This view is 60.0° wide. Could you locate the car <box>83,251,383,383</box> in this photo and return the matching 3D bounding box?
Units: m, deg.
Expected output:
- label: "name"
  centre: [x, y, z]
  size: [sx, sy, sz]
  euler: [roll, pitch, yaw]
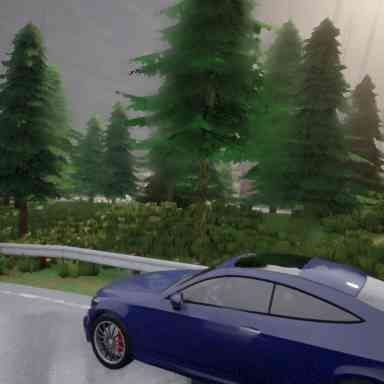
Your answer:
- label: "car"
  centre: [0.761, 1.499, 4.094]
  size: [4.674, 1.442, 1.812]
  euler: [1, 1, 31]
